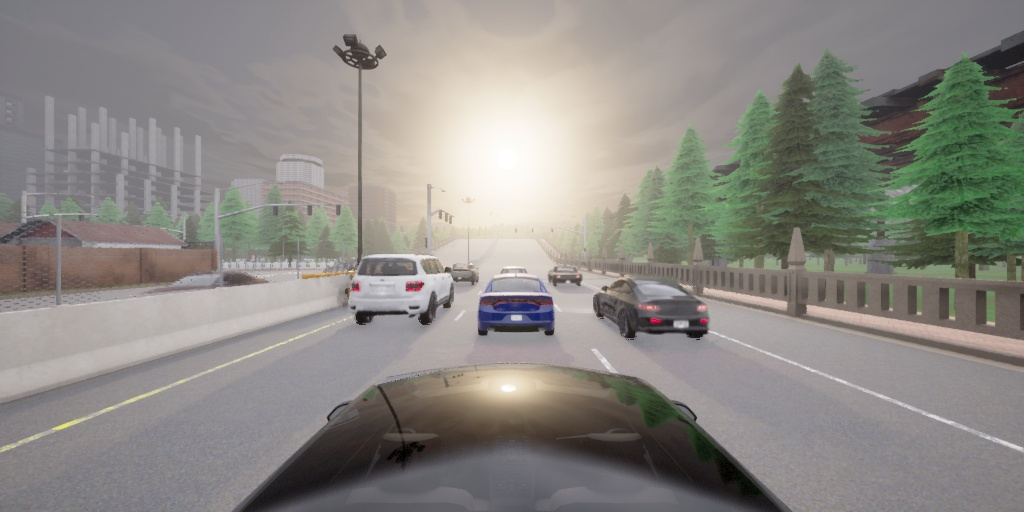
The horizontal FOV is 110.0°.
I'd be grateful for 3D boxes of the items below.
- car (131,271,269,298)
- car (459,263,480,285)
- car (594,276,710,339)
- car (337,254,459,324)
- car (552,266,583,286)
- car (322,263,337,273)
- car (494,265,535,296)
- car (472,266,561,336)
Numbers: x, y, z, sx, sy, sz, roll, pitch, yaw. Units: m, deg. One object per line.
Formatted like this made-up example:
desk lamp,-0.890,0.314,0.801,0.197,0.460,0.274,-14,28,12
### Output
car,-10.591,1.275,12.607,1.812,1.442,4.674,0,0,0
car,-3.429,1.240,25.720,2.128,1.511,4.902,0,0,-1
car,3.603,1.275,9.931,1.812,1.442,4.674,0,0,0
car,-3.396,0.972,12.072,2.150,2.045,5.566,0,0,0
car,3.612,1.350,25.228,1.895,1.301,4.718,0,0,0
car,-13.985,1.251,29.946,2.128,1.511,4.902,0,0,0
car,0.109,1.297,20.547,2.033,1.411,5.357,0,0,0
car,0.101,1.228,10.476,1.882,1.535,5.008,0,0,0
